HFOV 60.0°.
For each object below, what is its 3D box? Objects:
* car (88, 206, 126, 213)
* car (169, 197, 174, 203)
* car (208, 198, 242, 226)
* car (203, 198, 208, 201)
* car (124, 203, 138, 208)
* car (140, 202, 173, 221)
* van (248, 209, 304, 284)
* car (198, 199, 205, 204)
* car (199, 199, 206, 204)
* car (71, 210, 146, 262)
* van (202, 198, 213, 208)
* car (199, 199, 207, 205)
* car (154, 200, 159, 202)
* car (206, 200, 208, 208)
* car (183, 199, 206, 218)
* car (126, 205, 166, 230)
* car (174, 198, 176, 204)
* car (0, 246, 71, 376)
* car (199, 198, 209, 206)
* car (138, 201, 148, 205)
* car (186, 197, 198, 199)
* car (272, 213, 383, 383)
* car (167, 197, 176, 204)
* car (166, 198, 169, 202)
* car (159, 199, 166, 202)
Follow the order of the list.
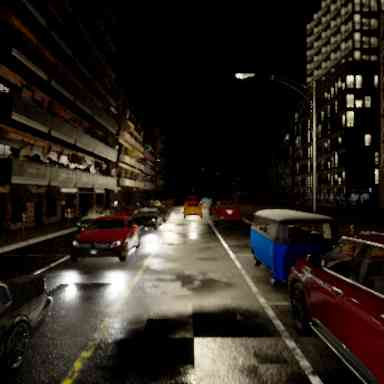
[{"bbox_3d":[-5.698,1.751,20.432,2.008,1.369,4.403,0,-1,0],"label":"car"},{"bbox_3d":[-5.707,2.338,75.695,1.887,1.381,4.507,0,-1,0],"label":"car"},{"bbox_3d":[2.680,1.572,25.961,2.192,1.841,5.009,0,-1,0],"label":"car"},{"bbox_3d":[2.677,2.074,53.762,1.752,1.417,4.829,0,-1,0],"label":"car"},{"bbox_3d":[-5.699,1.802,25.958,1.887,1.381,4.507,0,-1,0],"label":"car"},{"bbox_3d":[-3.005,1.904,29.008,2.033,1.411,5.357,0,-1,0],"label":"car"},{"bbox_3d":[2.683,1.432,9.382,1.690,1.788,3.998,0,-1,0],"label":"van"},{"bbox_3d":[2.671,2.567,92.275,1.802,1.307,4.206,0,-1,0],"label":"car"},{"bbox_3d":[2.672,2.503,86.749,1.802,1.307,4.206,0,-1,0],"label":"car"},{"bbox_3d":[-3.104,1.650,12.823,1.812,1.442,4.674,0,-1,0],"label":"car"},{"bbox_3d":[2.675,1.948,59.119,1.690,1.788,3.998,0,-1,0],"label":"van"},{"bbox_3d":[2.672,2.384,81.393,1.752,1.417,4.829,0,-1,0],"label":"car"},{"bbox_3d":[-5.702,1.869,42.539,1.967,1.590,4.097,0,-1,0],"label":"car"},{"bbox_3d":[2.680,1.916,37.013,1.887,1.381,4.507,0,-1,0],"label":"car"},{"bbox_3d":[0.092,1.817,33.913,1.882,1.535,5.008,0,-1,0],"label":"car"},{"bbox_3d":[-3.094,1.825,22.771,1.895,1.301,4.718,0,-1,0],"label":"car"},{"bbox_3d":[-5.709,2.444,86.579,1.752,1.417,4.829,0,-1,0],"label":"car"},{"bbox_3d":[-3.101,1.576,2.925,2.033,1.411,5.357,0,-1,0],"label":"car"},{"bbox_3d":[2.673,2.233,75.697,1.967,1.590,4.097,0,-1,0],"label":"car"},{"bbox_3d":[-5.700,1.755,31.486,1.967,1.590,4.097,0,-1,0],"label":"car"},{"bbox_3d":[0.029,1.694,46.703,2.150,2.045,5.566,0,-1,1],"label":"car"},{"bbox_3d":[2.684,1.353,3.857,2.192,1.841,5.009,0,-1,0],"label":"car"},{"bbox_3d":[-5.711,2.300,92.277,2.192,1.841,5.009,0,-1,0],"label":"car"},{"bbox_3d":[-5.704,2.151,59.116,1.887,1.381,4.507,0,-1,0],"label":"car"},{"bbox_3d":[-5.703,2.070,53.421,1.752,1.417,4.829,0,-1,0],"label":"car"}]
